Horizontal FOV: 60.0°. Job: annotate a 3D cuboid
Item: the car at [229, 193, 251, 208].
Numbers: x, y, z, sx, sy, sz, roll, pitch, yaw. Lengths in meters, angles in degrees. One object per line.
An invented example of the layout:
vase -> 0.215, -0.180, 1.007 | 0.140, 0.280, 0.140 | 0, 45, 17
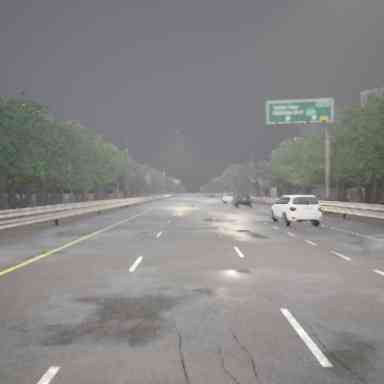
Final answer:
car -> 7.067, 1.198, 47.535 | 2.150, 2.045, 5.566 | 0, 0, 0

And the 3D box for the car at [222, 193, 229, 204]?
car -> 7.097, 1.191, 64.573 | 2.150, 2.045, 5.566 | 0, 0, 0

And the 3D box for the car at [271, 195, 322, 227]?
car -> 7.021, 1.214, 22.880 | 2.150, 2.045, 5.566 | 0, 0, 0
